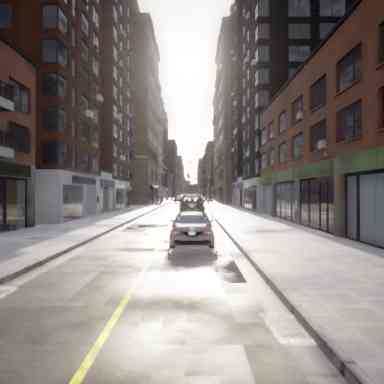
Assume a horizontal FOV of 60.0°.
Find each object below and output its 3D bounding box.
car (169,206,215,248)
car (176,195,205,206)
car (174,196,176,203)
[{"bbox_3d":[0.000,1.563,14.650,2.033,1.411,5.357,0,0,0],"label":"car"},{"bbox_3d":[0.000,1.260,29.680,2.150,2.045,5.566,0,0,0],"label":"car"},{"bbox_3d":[-2.751,1.487,68.376,2.128,1.511,4.902,0,0,0],"label":"car"}]
